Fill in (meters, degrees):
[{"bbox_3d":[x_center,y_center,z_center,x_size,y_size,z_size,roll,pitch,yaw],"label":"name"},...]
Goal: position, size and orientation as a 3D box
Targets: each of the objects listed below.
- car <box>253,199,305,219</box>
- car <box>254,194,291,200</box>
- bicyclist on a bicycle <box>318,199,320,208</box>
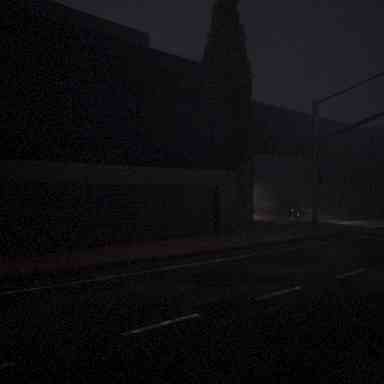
[{"bbox_3d":[7.632,1.601,29.727,1.895,1.301,4.718,0,0,-37],"label":"car"},{"bbox_3d":[8.695,1.221,34.158,2.150,2.045,5.566,0,0,-36],"label":"car"},{"bbox_3d":[16.223,1.303,43.263,1.656,1.620,0.582,0,0,-37],"label":"bicyclist on a bicycle"}]
